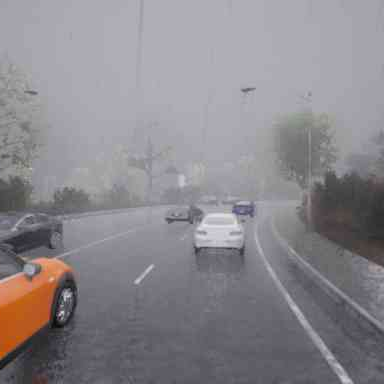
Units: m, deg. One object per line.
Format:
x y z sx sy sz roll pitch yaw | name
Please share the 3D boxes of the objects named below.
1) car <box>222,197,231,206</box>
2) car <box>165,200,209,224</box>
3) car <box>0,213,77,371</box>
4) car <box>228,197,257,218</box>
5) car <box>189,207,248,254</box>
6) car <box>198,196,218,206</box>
6.422 1.506 53.473 1.882 1.535 5.008 0 0 28 | car
-0.441 1.550 24.439 2.033 1.411 5.357 0 0 13 | car
-3.159 1.343 4.123 2.097 1.767 4.553 0 0 2 | car
4.987 1.507 31.077 1.882 1.535 5.008 0 0 16 | car
1.166 1.534 13.443 1.812 1.442 4.674 0 0 7 | car
2.434 1.356 53.372 2.097 1.767 4.553 0 0 27 | car
